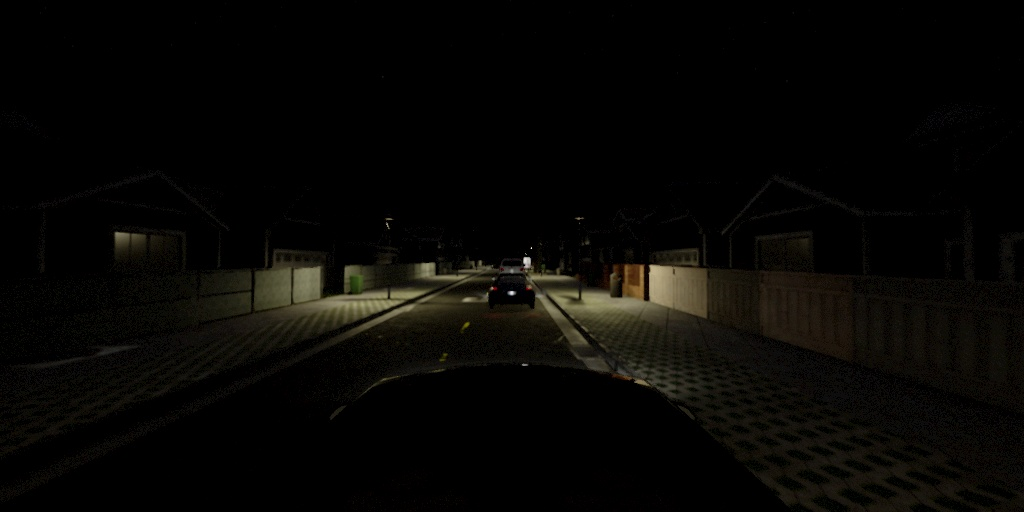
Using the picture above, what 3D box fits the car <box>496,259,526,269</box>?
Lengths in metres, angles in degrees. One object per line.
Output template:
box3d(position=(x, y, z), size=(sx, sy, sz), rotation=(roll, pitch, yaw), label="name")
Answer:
box3d(position=(-0.004, 1.251, 30.845), size=(2.150, 2.045, 5.566), rotation=(0, 0, 0), label="car")

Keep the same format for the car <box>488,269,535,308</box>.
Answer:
box3d(position=(0.002, 1.454, 16.164), size=(1.994, 1.385, 4.181), rotation=(0, -1, 0), label="car")
